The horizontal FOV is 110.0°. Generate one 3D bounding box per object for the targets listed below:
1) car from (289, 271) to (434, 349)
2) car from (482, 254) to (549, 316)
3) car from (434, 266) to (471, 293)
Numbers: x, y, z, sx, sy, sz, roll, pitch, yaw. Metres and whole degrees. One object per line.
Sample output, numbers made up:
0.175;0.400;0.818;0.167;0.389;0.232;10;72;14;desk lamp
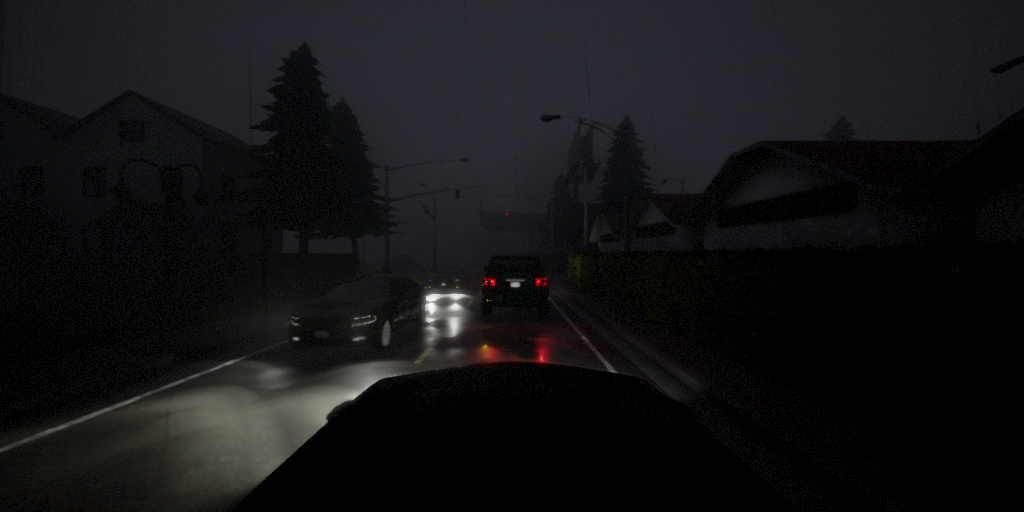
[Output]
-3.595;1.215;9.288;1.882;1.535;5.008;0;0;0;car
0.102;0.949;13.332;2.150;2.045;5.566;0;0;0;car
-3.534;1.281;20.527;1.994;1.385;4.181;0;0;0;car
